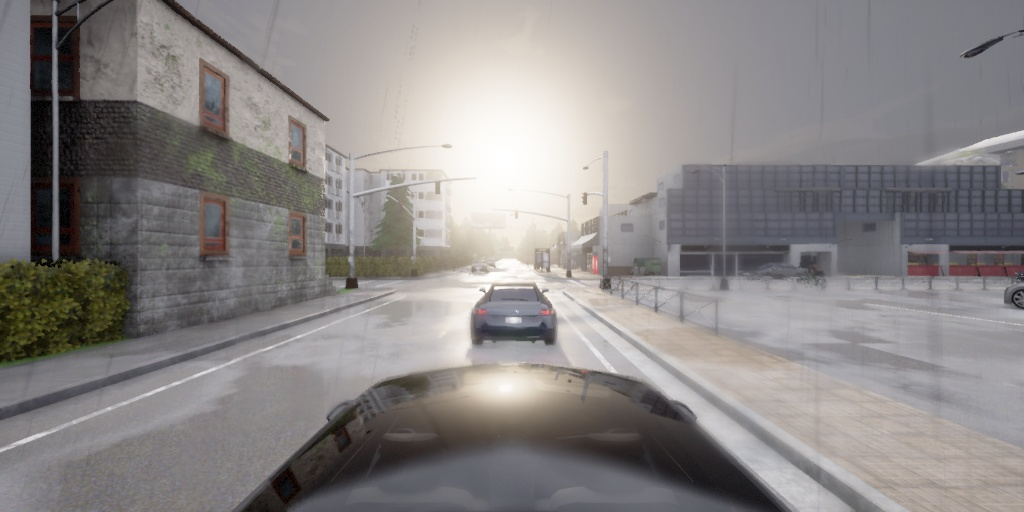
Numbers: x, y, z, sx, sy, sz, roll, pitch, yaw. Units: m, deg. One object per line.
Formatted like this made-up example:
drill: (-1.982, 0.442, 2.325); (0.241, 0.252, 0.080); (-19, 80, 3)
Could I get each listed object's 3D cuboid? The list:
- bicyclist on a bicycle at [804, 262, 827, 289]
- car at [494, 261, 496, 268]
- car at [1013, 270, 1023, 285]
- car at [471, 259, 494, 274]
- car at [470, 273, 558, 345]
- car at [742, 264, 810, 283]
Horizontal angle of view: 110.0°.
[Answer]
bicyclist on a bicycle: (18.689, 1.226, 22.123); (0.582, 1.620, 1.656); (0, 0, 0)
car: (-3.648, 1.252, 59.075); (1.837, 1.490, 4.892); (0, 0, 0)
car: (44.677, 1.450, 29.634); (4.674, 1.442, 1.812); (0, 0, 0)
car: (-3.677, 1.239, 41.961); (2.128, 1.511, 4.902); (0, 0, 1)
car: (0.053, 1.313, 9.502); (1.994, 1.385, 4.181); (0, 0, 0)
car: (21.719, 1.416, 29.617); (4.902, 1.511, 2.128); (0, 0, 0)
